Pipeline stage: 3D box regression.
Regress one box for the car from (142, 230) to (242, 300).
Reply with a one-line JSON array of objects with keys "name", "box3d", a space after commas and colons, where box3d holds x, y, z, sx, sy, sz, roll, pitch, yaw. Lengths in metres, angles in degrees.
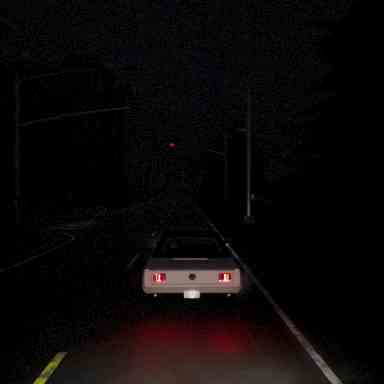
[{"name": "car", "box3d": [-0.035, 1.604, 8.370, 1.895, 1.301, 4.718, 0, 0, -1]}]
